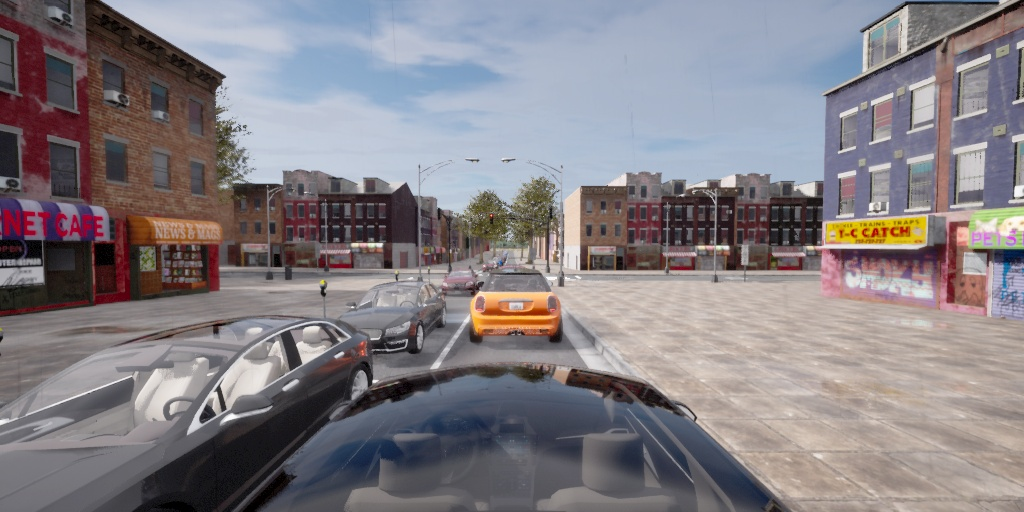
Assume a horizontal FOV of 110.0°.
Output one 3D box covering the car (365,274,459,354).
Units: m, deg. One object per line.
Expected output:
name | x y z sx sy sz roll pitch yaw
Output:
car | -2.654 1.299 8.547 2.007 1.370 4.403 0 0 0

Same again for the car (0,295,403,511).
car | -2.643 1.300 3.098 2.007 1.370 4.403 0 0 0

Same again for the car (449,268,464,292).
car | -2.677 1.336 19.441 1.802 1.307 4.207 0 0 0

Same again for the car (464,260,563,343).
car | 0.083 1.101 9.857 2.097 1.767 4.553 0 0 0

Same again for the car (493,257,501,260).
car | -2.733 1.245 46.216 1.967 1.591 4.097 0 0 0
